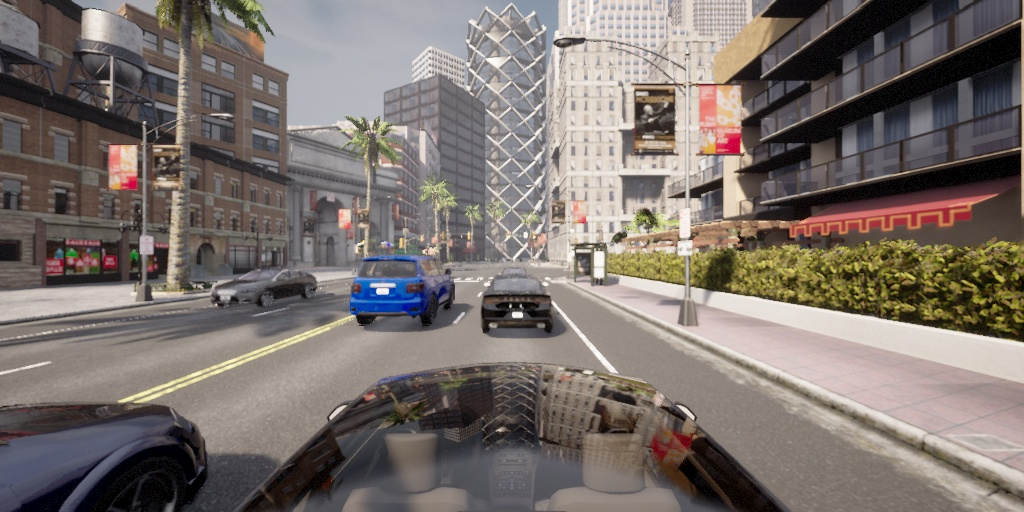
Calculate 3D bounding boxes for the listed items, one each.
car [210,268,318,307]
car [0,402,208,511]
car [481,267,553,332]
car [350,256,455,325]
[{"bbox_3d":[-10.504,1.283,15.631,2.128,1.511,4.902,0,0,1],"label":"car"},{"bbox_3d":[-3.345,1.312,1.022,1.994,1.385,4.181,0,0,0],"label":"car"},{"bbox_3d":[0.130,1.255,11.066,1.882,1.535,5.008,0,0,0],"label":"car"},{"bbox_3d":[-3.374,1.005,12.057,2.150,2.045,5.566,0,0,0],"label":"car"}]
